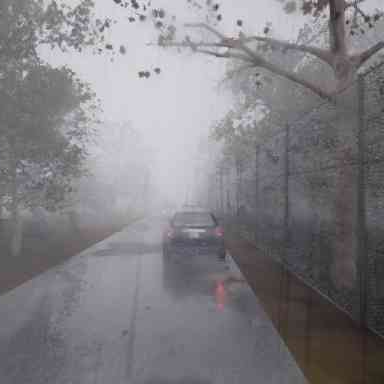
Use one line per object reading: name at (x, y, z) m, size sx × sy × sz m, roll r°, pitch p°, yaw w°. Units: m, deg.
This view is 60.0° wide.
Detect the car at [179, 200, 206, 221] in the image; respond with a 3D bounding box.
car at (0.028, 1.514, 28.027) m, size 2.128 × 1.511 × 4.902 m, roll 0°, pitch 0°, yaw 0°

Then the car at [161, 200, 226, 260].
car at (0.071, 1.362, 12.607) m, size 2.097 × 1.767 × 4.553 m, roll 0°, pitch 0°, yaw 0°

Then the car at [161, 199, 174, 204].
car at (-2.975, 1.661, 43.852) m, size 2.033 × 1.411 × 5.357 m, roll 0°, pitch -1°, yaw 0°
